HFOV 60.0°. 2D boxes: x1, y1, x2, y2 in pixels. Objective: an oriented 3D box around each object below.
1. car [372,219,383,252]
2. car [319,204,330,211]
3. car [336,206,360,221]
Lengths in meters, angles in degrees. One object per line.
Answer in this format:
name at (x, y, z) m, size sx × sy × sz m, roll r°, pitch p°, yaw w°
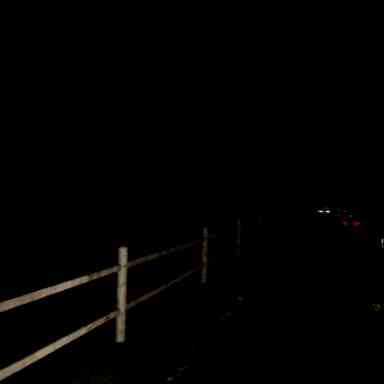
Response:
car at (9.738, 1.932, 15.566) m, size 1.837 × 1.490 × 4.892 m, roll 1°, pitch -1°, yaw 22°
car at (26.283, 3.007, 66.187) m, size 2.033 × 1.411 × 5.357 m, roll 1°, pitch -1°, yaw 22°
car at (17.816, 2.380, 37.673) m, size 2.128 × 1.511 × 4.902 m, roll 1°, pitch -1°, yaw 22°
